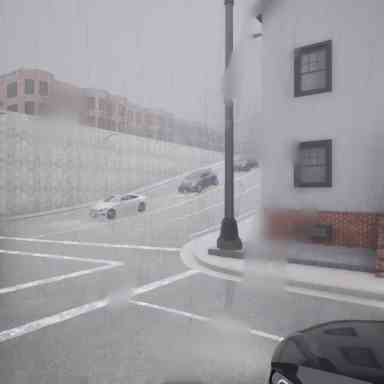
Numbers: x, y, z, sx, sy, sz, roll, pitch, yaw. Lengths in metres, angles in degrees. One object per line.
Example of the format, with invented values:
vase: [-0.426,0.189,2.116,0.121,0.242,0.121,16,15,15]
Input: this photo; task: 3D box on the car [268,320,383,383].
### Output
car: [2.773,1.526,1.993,4.674,1.442,1.812,0,0,36]

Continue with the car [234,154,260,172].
car: [6.236,-3.503,39.358,2.097,1.767,4.553,0,14,35]

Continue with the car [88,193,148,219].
car: [-5.071,0.864,23.311,1.812,1.442,4.674,0,7,35]

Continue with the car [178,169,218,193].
car: [0.553,-1.125,31.338,2.097,1.767,4.553,0,13,34]
